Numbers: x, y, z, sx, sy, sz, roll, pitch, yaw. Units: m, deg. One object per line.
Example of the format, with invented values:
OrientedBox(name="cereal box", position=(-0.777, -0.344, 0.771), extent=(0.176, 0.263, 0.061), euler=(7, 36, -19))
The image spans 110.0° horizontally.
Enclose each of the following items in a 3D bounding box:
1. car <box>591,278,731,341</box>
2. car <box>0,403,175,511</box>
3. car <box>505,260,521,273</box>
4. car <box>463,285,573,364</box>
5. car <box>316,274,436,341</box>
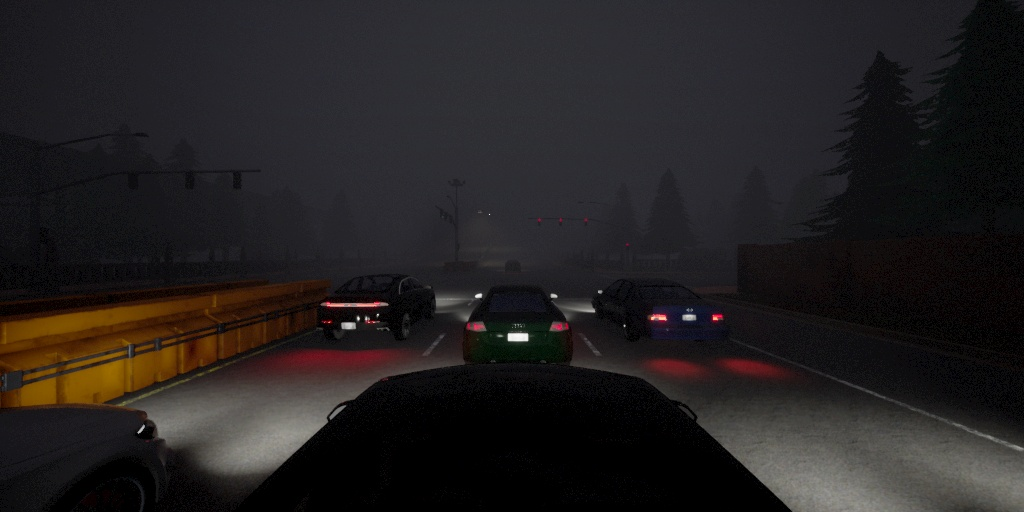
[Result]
OrientedBox(name="car", position=(3.600, 1.297, 9.793), extent=(2.033, 1.411, 5.357), euler=(0, 0, 0))
OrientedBox(name="car", position=(-3.403, 1.276, 0.651), extent=(1.812, 1.442, 4.674), euler=(0, 0, 0))
OrientedBox(name="car", position=(0.100, 1.228, 44.522), extent=(1.882, 1.535, 5.008), euler=(0, 0, 0))
OrientedBox(name="car", position=(0.099, 1.314, 7.936), extent=(1.994, 1.385, 4.181), euler=(0, 0, 0))
OrientedBox(name="car", position=(-3.400, 1.241, 9.887), extent=(2.128, 1.511, 4.902), euler=(0, 0, 0))
